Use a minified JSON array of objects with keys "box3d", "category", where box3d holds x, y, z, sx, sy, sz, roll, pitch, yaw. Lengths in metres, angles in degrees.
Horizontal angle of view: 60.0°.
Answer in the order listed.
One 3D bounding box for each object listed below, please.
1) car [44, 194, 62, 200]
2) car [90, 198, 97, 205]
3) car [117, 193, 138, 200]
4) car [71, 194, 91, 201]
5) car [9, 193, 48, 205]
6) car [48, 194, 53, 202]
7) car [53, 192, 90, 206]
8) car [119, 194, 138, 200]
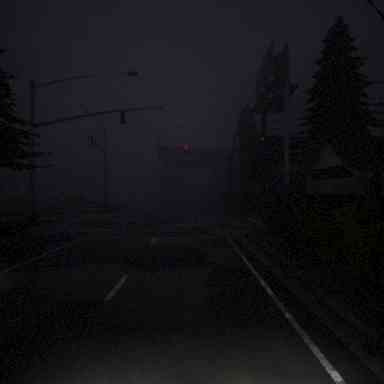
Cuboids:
[{"box3d":[-35.143,1.240,84.094,3.806,1.475,1.970,0,0,-1],"category":"car"},{"box3d":[-16.207,1.276,49.810,3.806,1.475,1.970,0,0,-1],"category":"car"},{"box3d":[-16.477,1.187,84.066,5.027,1.636,2.152,0,0,-1],"category":"car"},{"box3d":[-24.075,1.196,72.172,3.633,1.501,1.845,0,0,-1],"category":"car"},{"box3d":[-24.686,1.012,49.718,4.605,1.855,1.932,0,0,-1],"category":"car"},{"box3d":[-24.054,1.191,62.179,4.514,1.523,2.007,0,0,-1],"category":"car"},{"box3d":[-16.797,0.997,46.481,3.866,1.878,1.905,0,0,-1],"category":"car"},{"box3d":[-16.549,1.190,87.203,4.514,1.523,2.007,0,0,-1],"category":"car"}]
